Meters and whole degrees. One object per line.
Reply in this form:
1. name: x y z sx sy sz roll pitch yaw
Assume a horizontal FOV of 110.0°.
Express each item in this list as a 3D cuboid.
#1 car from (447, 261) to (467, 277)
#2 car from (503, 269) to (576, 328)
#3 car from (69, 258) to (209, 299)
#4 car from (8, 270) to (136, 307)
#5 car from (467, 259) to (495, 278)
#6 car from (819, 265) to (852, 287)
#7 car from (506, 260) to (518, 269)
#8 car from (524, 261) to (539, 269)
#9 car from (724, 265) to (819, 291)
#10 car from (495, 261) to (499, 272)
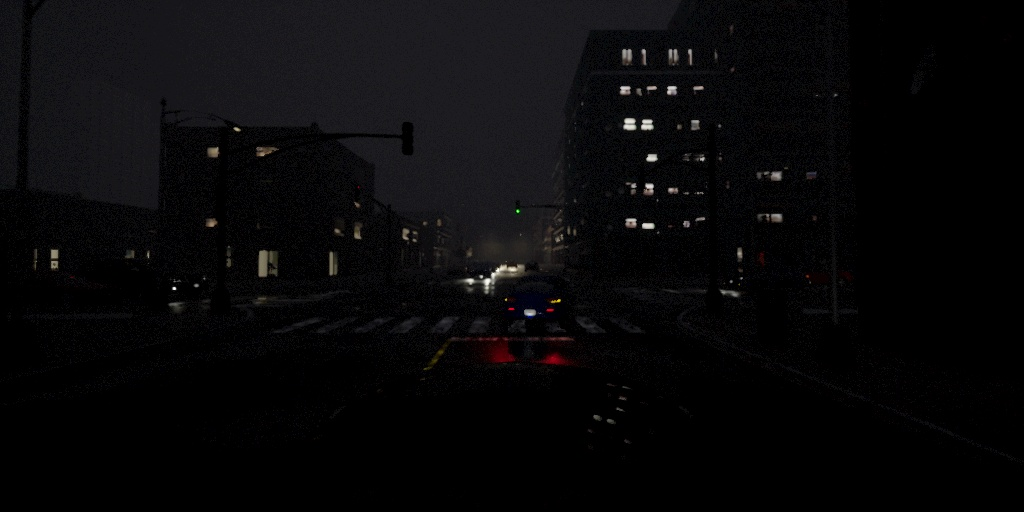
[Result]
1. car: -5.763 1.432 37.935 1.888 1.381 4.507 0 0 0
2. car: 0.992 1.314 11.611 1.812 1.442 4.674 0 0 13
3. car: -18.528 1.145 17.962 5.566 2.045 2.150 0 -1 1
4. car: -19.293 1.413 15.227 4.507 1.381 1.888 0 0 1
5. car: -3.086 1.358 36.165 1.882 1.535 5.008 0 0 0
6. car: 19.479 1.289 23.465 4.507 1.381 1.888 0 0 1
7. car: 0.006 1.469 65.191 1.882 1.535 5.008 0 0 0
8. car: 2.696 1.371 49.364 1.967 1.591 4.097 0 0 0
9. car: 14.735 1.285 20.845 4.181 1.385 1.994 0 -1 1
10. car: -3.075 1.447 46.932 1.812 1.442 4.674 0 0 1
